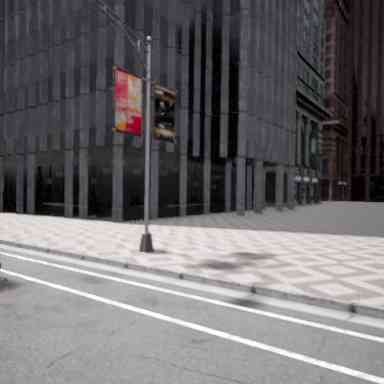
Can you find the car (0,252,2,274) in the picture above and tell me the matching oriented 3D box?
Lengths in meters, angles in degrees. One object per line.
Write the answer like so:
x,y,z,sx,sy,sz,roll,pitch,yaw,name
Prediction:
-6.906,1.308,8.567,4.553,1.767,2.097,0,0,36,car
